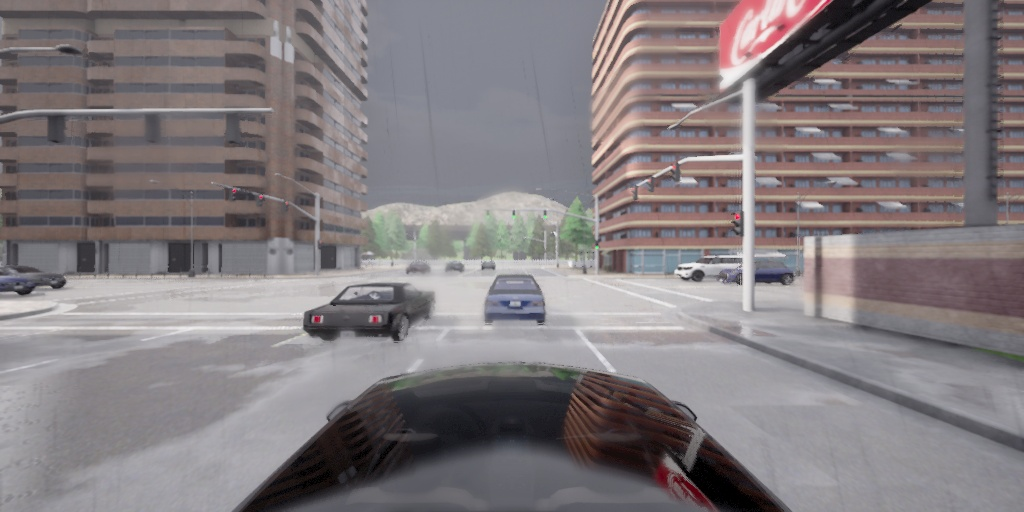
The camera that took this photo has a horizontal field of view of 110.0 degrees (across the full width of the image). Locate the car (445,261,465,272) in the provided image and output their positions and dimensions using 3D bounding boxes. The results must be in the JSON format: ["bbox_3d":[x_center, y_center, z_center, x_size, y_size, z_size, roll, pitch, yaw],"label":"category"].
[{"bbox_3d":[-7.054,1.310,44.584,1.994,1.385,4.181,0,0,1],"label":"car"}]

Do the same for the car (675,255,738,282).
[{"bbox_3d":[15.920,0.970,28.370,5.566,2.045,2.150,0,0,0],"label":"car"}]

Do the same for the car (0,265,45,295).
[{"bbox_3d":[-26.390,1.274,17.457,4.674,1.442,1.812,0,0,-1],"label":"car"}]

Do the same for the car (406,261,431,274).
[{"bbox_3d":[-10.573,1.310,40.770,1.994,1.385,4.181,0,0,1],"label":"car"}]

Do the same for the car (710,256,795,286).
[{"bbox_3d":[16.752,1.100,24.873,4.553,1.767,2.097,0,0,0],"label":"car"}]

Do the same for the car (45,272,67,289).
[{"bbox_3d":[-29.107,1.273,20.941,4.674,1.442,1.812,0,0,-1],"label":"car"}]

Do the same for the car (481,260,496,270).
[{"bbox_3d":[-3.413,1.309,51.940,1.994,1.385,4.181,0,0,0],"label":"car"}]

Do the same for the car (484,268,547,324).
[{"bbox_3d":[0.092,1.297,11.916,2.033,1.411,5.357,0,0,0],"label":"car"}]

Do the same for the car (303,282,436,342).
[{"bbox_3d":[-3.413,1.350,9.702,1.895,1.301,4.718,0,0,0],"label":"car"}]
